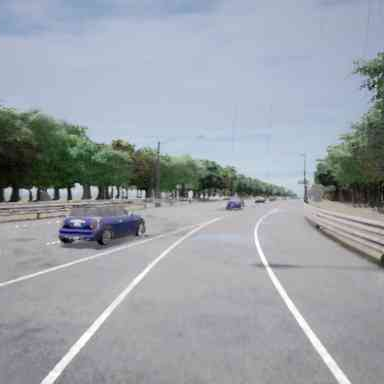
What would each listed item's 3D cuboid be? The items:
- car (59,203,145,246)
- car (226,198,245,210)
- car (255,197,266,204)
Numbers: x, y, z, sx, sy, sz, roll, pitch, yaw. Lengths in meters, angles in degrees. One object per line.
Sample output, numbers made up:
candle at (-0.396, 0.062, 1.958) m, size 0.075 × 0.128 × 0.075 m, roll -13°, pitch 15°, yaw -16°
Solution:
car at (-3.943, 1.339, 15.416) m, size 2.097 × 1.767 × 4.553 m, roll 0°, pitch 0°, yaw 18°
car at (5.946, 1.605, 45.376) m, size 1.812 × 1.442 × 4.674 m, roll 0°, pitch 0°, yaw 18°
car at (15.164, 1.855, 73.063) m, size 1.895 × 1.301 × 4.718 m, roll 0°, pitch -1°, yaw 19°
